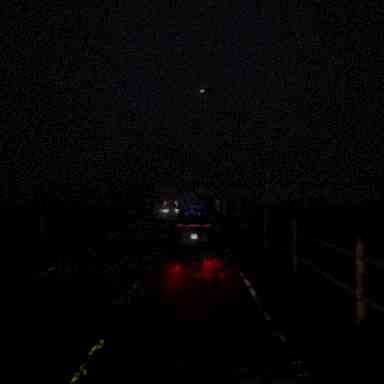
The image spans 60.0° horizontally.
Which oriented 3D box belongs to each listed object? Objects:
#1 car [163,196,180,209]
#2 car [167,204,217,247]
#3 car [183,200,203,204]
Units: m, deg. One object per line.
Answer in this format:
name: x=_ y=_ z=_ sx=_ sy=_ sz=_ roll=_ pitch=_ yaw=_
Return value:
car: x=-2.833 y=1.388 z=46.275 sx=2.097 sy=1.767 sz=4.553 roll=0 pitch=0 yaw=0
car: x=0.086 y=1.508 z=15.091 sx=2.128 sy=1.511 sz=4.902 roll=0 pitch=0 yaw=0
car: x=0.090 y=1.508 z=31.875 sx=1.882 sy=1.535 sz=5.008 roll=0 pitch=0 yaw=0
